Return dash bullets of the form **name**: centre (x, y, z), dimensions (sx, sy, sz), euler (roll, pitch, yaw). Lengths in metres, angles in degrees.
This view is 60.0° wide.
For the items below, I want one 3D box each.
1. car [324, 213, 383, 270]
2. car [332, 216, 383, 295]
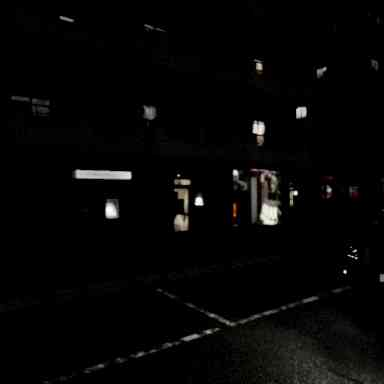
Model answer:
- **car**: centre (6.461, 1.500, 11.163), dimensions (4.206, 1.307, 1.802), euler (0, 0, -35)
- **car**: centre (5.692, 1.159, 7.434), dimensions (5.566, 2.045, 2.150), euler (0, 0, -35)
